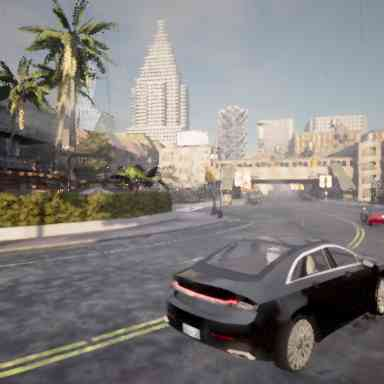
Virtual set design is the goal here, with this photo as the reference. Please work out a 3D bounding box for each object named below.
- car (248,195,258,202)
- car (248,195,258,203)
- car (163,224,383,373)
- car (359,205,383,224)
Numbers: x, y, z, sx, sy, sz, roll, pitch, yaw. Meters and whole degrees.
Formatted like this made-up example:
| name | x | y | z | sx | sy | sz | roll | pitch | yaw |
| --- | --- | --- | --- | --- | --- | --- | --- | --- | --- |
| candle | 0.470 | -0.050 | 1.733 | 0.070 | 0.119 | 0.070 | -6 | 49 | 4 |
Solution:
| name | x | y | z | sx | sy | sz | roll | pitch | yaw |
| --- | --- | --- | --- | --- | --- | --- | --- | --- | --- |
| car | 14.873 | 1.598 | 81.057 | 2.185 | 1.767 | 4.553 | 0 | 0 | 11 |
| car | 13.774 | 1.704 | 74.725 | 2.097 | 1.535 | 5.008 | 0 | 0 | 11 |
| car | 1.787 | 1.508 | 5.747 | 4.902 | 1.511 | 2.128 | 0 | 0 | -42 |
| car | 13.325 | 1.596 | 23.748 | 1.994 | 1.385 | 4.181 | 0 | 0 | 19 |
